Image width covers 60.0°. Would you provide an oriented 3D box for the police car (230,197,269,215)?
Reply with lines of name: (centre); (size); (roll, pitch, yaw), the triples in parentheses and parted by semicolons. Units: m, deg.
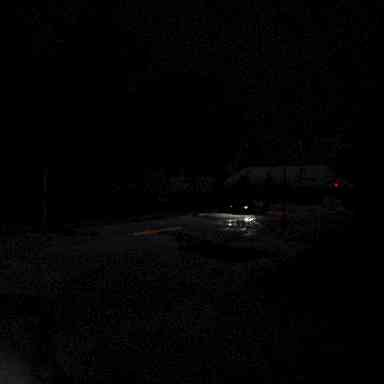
police car: (5.265, 1.265, 30.690); (2.038, 1.542, 4.974); (1, 1, 36)
